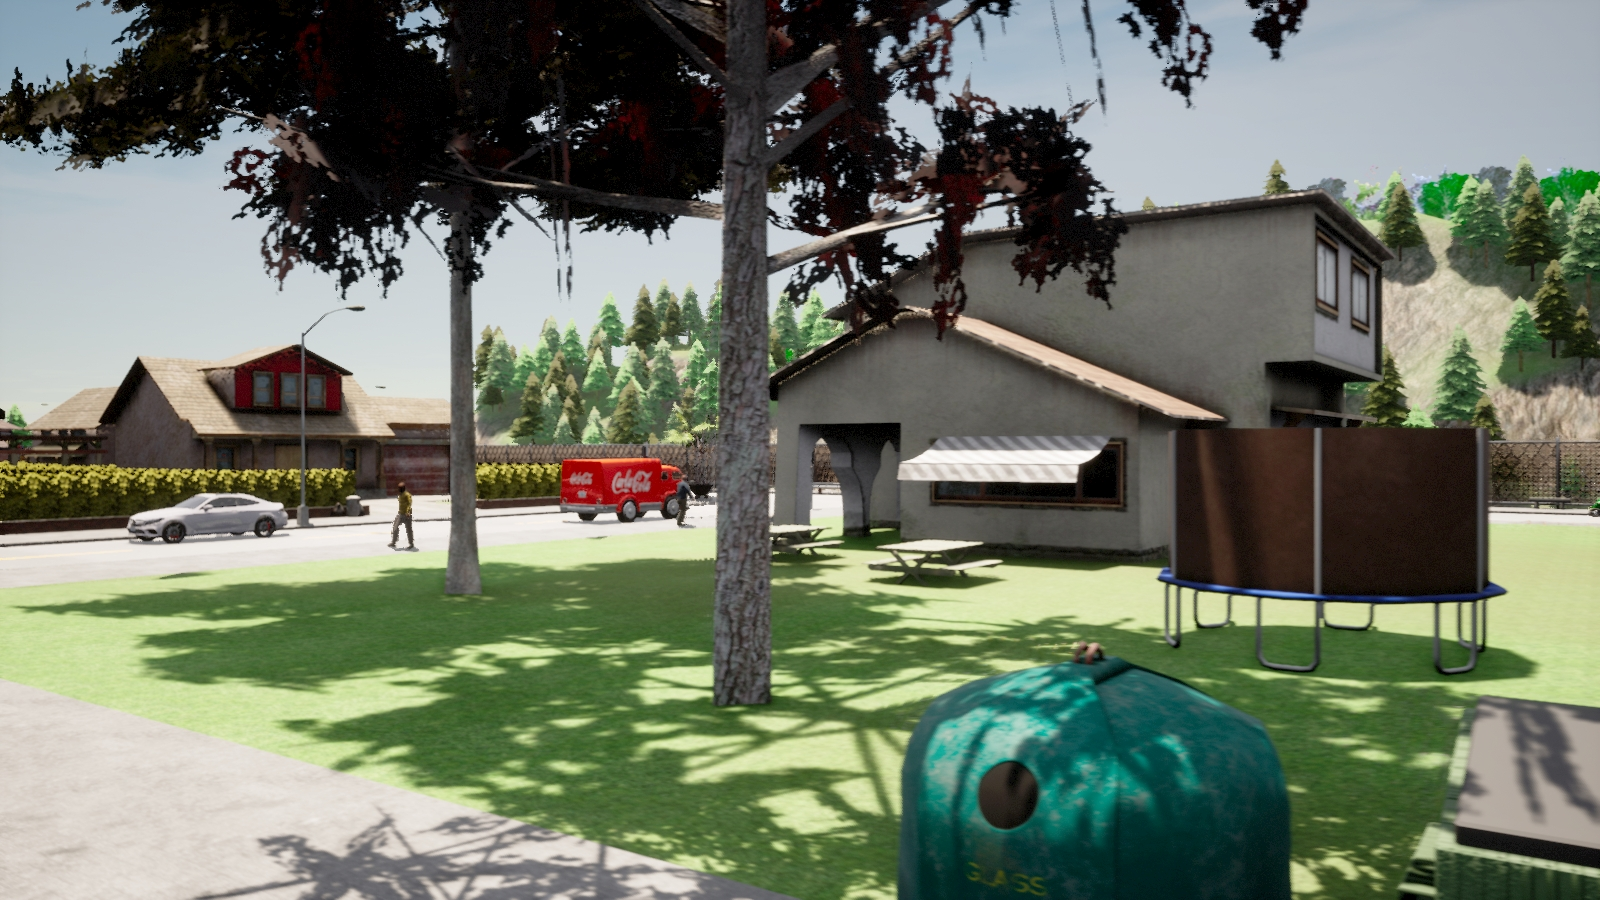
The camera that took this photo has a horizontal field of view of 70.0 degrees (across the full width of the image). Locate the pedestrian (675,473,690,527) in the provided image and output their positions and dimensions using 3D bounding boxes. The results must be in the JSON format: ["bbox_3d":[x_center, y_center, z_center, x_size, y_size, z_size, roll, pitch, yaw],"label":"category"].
[{"bbox_3d":[-4.114,1.749,39.924,0.375,1.860,0.375,0,0,-43],"label":"pedestrian"}]

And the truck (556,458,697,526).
[{"bbox_3d":[-6.812,1.575,45.411,2.627,2.467,5.204,0,0,35],"label":"truck"}]

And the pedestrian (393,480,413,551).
[{"bbox_3d":[-10.610,1.748,30.530,0.375,1.860,0.375,0,0,35],"label":"pedestrian"}]

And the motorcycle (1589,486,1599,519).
[{"bbox_3d":[33.206,2.142,46.479,1.805,1.316,0.856,0,0,35],"label":"motorcycle"}]

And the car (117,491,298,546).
[{"bbox_3d":[-18.530,2.088,35.932,2.002,1.442,4.674,0,0,35],"label":"car"}]
